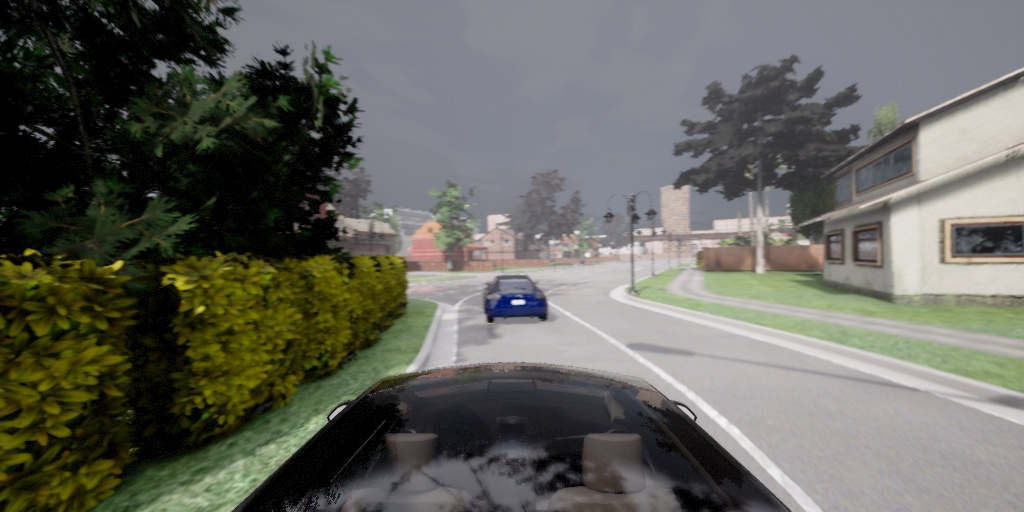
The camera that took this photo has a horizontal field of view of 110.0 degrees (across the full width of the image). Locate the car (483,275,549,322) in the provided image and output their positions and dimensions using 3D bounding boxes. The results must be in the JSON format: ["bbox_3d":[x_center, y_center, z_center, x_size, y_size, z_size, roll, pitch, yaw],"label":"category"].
[{"bbox_3d":[0.010,1.333,12.527,1.994,1.385,4.181,0,0,-5],"label":"car"}]
